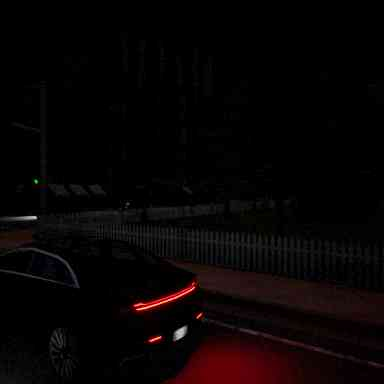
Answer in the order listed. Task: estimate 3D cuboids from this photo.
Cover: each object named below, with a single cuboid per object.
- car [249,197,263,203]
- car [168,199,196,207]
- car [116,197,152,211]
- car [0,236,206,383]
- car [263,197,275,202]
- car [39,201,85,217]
[{"bbox_3d":[12.360,1.601,61.861,1.895,1.301,4.718,0,0,34],"label":"car"},{"bbox_3d":[-1.376,1.601,48.097,1.895,1.301,4.718,0,0,34],"label":"car"},{"bbox_3d":[-6.937,1.352,39.878,2.097,1.767,4.553,0,0,34],"label":"car"},{"bbox_3d":[-2.104,1.491,5.443,4.902,1.511,2.128,0,0,36],"label":"car"},{"bbox_3d":[15.238,1.547,59.874,2.033,1.411,5.357,0,0,34],"label":"car"},{"bbox_3d":[-12.356,1.564,31.856,1.994,1.385,4.181,0,0,34],"label":"car"}]
